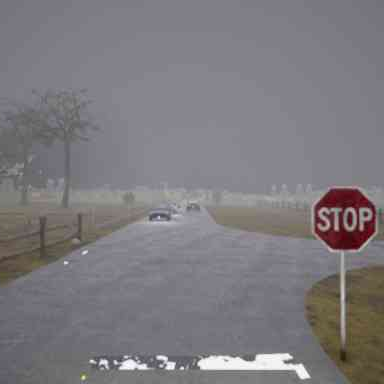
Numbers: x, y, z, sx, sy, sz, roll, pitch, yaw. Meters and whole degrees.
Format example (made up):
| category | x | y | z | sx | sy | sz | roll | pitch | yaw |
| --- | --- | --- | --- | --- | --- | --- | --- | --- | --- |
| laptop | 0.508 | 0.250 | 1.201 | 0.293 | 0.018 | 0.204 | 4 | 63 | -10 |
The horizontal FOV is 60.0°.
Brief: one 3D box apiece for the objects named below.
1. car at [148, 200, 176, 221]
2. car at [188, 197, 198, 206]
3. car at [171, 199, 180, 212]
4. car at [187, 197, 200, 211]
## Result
| category | x | y | z | sx | sy | sz | roll | pitch | yaw |
| --- | --- | --- | --- | --- | --- | --- | --- | --- | --- |
| car | -2.749 | 1.736 | 29.960 | 2.033 | 1.411 | 5.357 | 0 | 0 | -1 |
| car | 0.229 | 1.890 | 68.719 | 2.097 | 1.767 | 4.553 | 0 | -1 | 0 |
| car | -2.758 | 1.870 | 40.083 | 1.895 | 1.301 | 4.718 | 0 | 0 | 0 |
| car | 0.208 | 1.849 | 46.267 | 1.812 | 1.442 | 4.674 | 0 | -1 | 0 |
